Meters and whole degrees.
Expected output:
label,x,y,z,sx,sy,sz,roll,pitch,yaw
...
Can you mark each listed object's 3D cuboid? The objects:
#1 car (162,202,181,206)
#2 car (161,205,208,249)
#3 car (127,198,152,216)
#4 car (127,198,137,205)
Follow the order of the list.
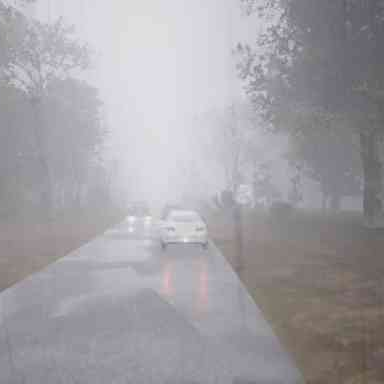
label,x,y,z,sx,sy,sz,roll,pitch,yaw
car,-1.817,1.631,30.548,1.994,1.385,4.181,1,0,-7
car,-0.365,1.526,14.491,1.812,1.442,4.674,0,0,-3
car,-5.067,1.563,32.888,1.837,1.490,4.892,1,0,-7
car,-13.224,2.031,73.346,1.837,1.490,4.892,1,-2,-14
